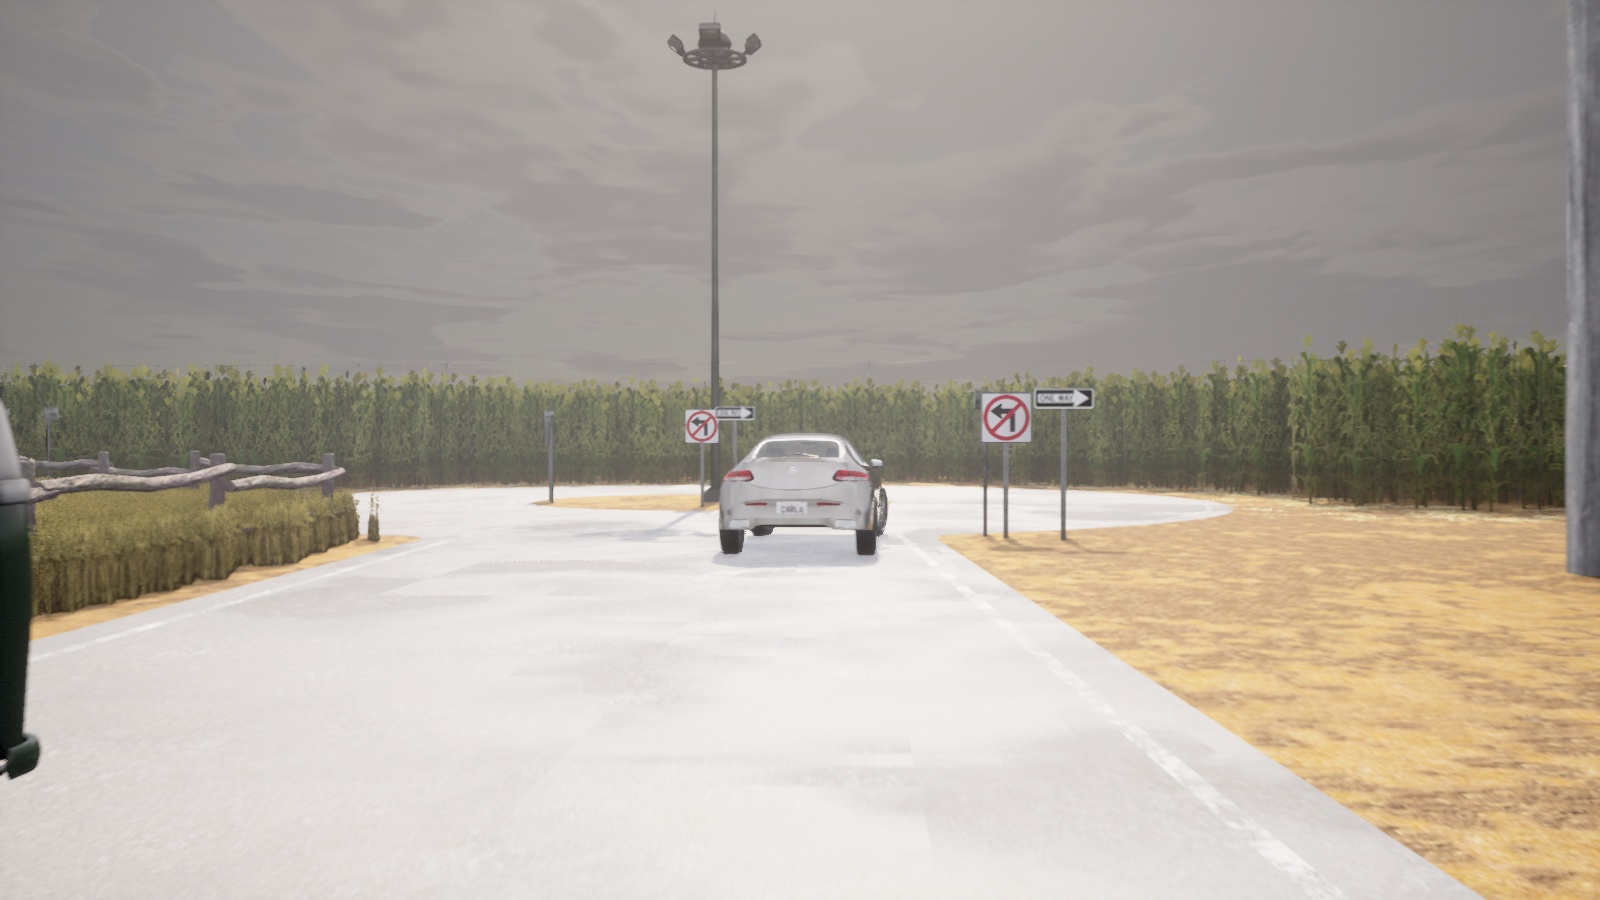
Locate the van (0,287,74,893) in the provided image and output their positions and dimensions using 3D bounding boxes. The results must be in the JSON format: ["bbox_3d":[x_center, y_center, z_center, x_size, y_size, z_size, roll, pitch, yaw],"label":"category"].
[{"bbox_3d":[-3.498,0.480,2.306,1.775,1.987,4.442,0,1,0],"label":"van"}]

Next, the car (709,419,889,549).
[{"bbox_3d":[0.155,0.421,18.504,2.152,1.651,5.027,0,0,6],"label":"car"}]
